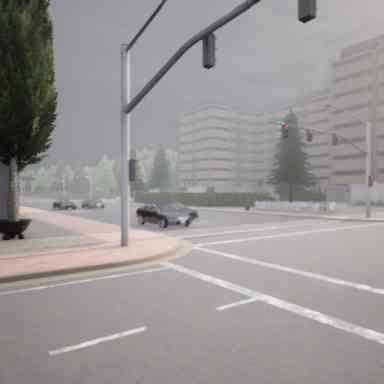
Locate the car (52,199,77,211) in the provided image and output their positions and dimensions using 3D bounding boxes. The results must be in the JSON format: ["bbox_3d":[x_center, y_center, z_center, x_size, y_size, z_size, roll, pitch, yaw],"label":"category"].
[{"bbox_3d":[-15.683,1.541,40.702,2.033,1.411,5.357,0,0,-36],"label":"car"}]

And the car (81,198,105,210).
[{"bbox_3d":[-12.768,1.483,42.648,2.128,1.511,4.902,0,0,-36],"label":"car"}]

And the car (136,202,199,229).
[{"bbox_3d":[-1.937,1.483,21.634,2.128,1.511,4.902,0,0,-35],"label":"car"}]

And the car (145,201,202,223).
[{"bbox_3d":[-1.645,1.538,27.223,2.033,1.411,5.357,0,0,-36],"label":"car"}]
